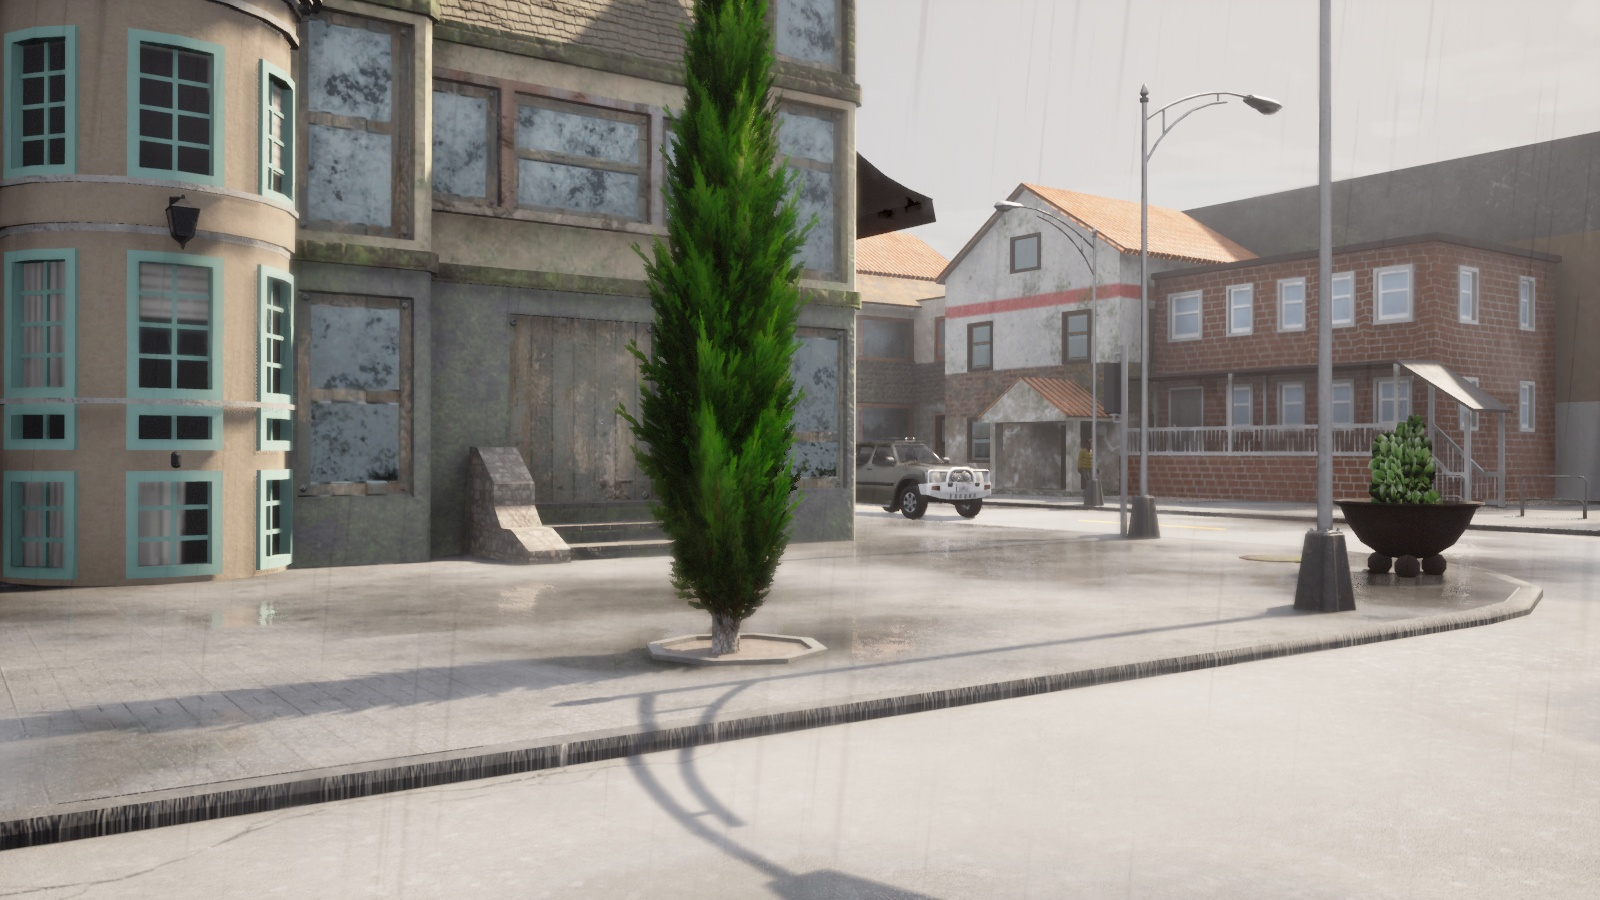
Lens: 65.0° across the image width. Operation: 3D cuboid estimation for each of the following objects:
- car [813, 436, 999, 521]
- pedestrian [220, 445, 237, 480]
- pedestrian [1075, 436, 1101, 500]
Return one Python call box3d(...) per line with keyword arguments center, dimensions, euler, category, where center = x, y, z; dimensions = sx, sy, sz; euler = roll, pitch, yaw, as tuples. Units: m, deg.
box3d(center=(2.406, 0.629, 29.817), dimensions=(1.932, 1.855, 4.605), euler=(0, 0, -34), category="car")
box3d(center=(-30.279, 0.676, 66.511), dimensions=(0.634, 1.844, 0.899), euler=(0, 0, -37), category="pedestrian")
box3d(center=(8.388, 0.526, 36.586), dimensions=(0.431, 1.840, 0.709), euler=(0, 0, -17), category="pedestrian")
